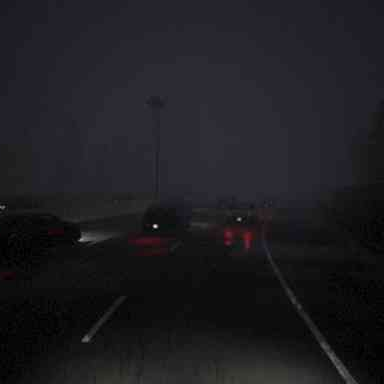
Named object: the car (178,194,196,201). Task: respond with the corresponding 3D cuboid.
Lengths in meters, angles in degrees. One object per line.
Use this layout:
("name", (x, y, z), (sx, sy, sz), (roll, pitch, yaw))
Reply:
("car", (-0.917, 1.055, 65.694), (2.033, 1.411, 5.357), (0, 1, 19))

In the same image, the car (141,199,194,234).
("car", (-1.262, 1.350, 18.150), (1.837, 1.490, 4.892), (0, 0, 11))

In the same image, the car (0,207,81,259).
("car", (-5.826, 1.447, 12.285), (1.994, 1.385, 4.181), (0, 0, 8))

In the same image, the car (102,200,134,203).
("car", (-7.693, 1.042, 34.861), (2.097, 1.767, 4.553), (0, 1, 19))

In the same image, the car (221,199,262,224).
("car", (3.556, 1.416, 23.097), (1.895, 1.301, 4.718), (0, 1, 15))

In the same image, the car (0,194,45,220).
("car", (-13.963, 1.101, 26.051), (2.097, 1.767, 4.553), (0, 0, 15))

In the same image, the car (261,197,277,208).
("car", (9.553, 1.276, 41.618), (1.895, 1.301, 4.718), (0, 1, 19))

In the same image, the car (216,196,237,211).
("car", (4.025, 1.186, 36.123), (1.882, 1.535, 5.008), (0, 0, 18))

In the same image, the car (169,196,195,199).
("car", (-1.239, 1.227, 31.288), (2.128, 1.511, 4.902), (0, 0, 18))
